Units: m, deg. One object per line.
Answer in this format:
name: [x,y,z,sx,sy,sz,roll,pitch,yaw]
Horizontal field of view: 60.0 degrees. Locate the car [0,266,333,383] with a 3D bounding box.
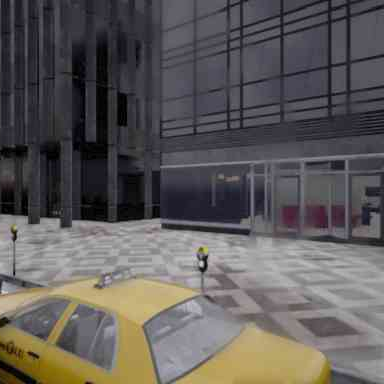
car: [-1.023,1.531,3.689,4.829,1.417,1.752,0,0,35]
